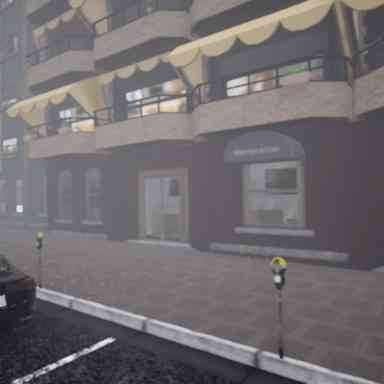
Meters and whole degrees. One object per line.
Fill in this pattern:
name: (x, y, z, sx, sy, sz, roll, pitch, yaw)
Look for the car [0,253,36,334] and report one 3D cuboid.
car: (-4.506, 1.644, 5.947, 4.313, 1.339, 1.947, -1, -1, 36)
